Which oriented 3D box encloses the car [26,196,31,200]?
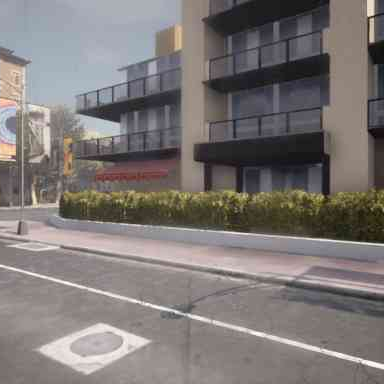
[{"bbox_3d":[-36.644,1.481,72.060,4.892,1.521,2.231,0,0,35],"label":"car"}]
